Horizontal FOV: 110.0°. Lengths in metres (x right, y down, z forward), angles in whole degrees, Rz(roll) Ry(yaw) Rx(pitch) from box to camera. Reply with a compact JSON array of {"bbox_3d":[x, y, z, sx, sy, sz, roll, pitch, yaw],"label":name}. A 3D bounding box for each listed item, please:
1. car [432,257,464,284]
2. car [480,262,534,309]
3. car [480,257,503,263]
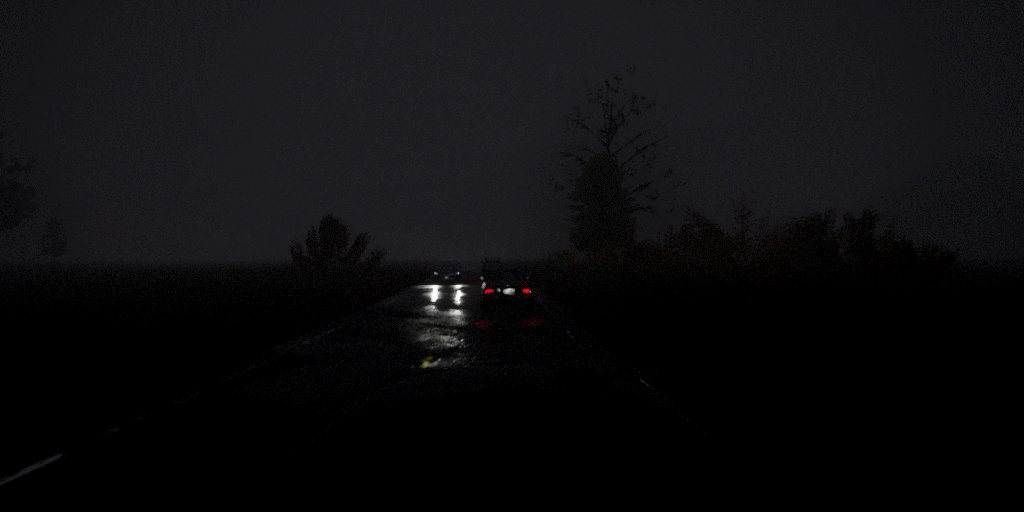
[{"bbox_3d":[-4.170,1.000,23.893,1.812,1.442,4.674,0,1,-5],"label":"car"},{"bbox_3d":[-0.258,1.139,13.922,2.033,1.411,5.357,0,1,-3],"label":"car"},{"bbox_3d":[-1.787,0.858,31.830,2.128,1.511,4.902,0,1,-7],"label":"car"}]
